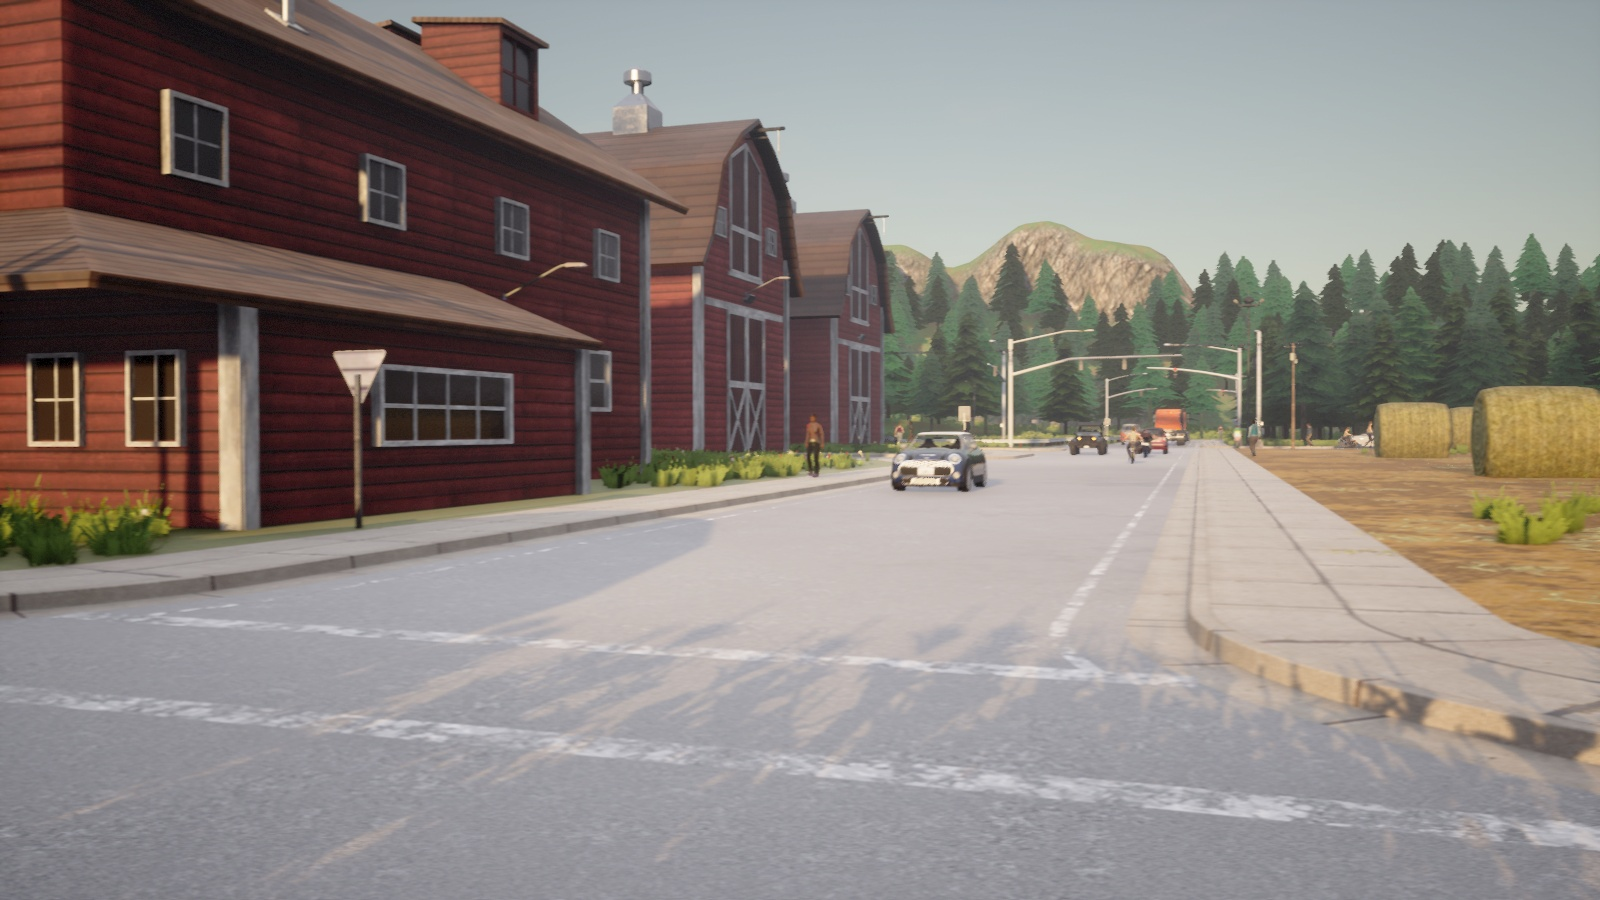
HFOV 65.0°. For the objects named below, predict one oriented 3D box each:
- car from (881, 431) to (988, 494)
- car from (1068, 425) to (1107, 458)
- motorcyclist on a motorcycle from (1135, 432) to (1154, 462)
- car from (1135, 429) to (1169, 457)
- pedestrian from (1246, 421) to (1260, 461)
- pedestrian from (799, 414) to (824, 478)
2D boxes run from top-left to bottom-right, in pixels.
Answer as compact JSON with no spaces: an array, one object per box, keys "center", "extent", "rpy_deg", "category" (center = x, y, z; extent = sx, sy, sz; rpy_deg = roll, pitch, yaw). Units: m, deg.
[{"center":[3.480,0.261,31.834],"extent":[1.970,1.475,3.806],"rpy_deg":[1,1,18],"category":"car"},{"center":[16.939,-0.534,73.886],"extent":[1.905,1.878,3.866],"rpy_deg":[1,1,18],"category":"car"},{"center":[18.392,-0.173,66.956],"extent":[0.866,1.530,2.191],"rpy_deg":[1,1,18],"category":"motorcyclist on a motorcycle"},{"center":[21.541,-0.459,76.789],"extent":[1.851,1.617,3.988],"rpy_deg":[1,1,18],"category":"car"},{"center":[21.592,-0.434,59.893],"extent":[0.396,1.930,0.692],"rpy_deg":[0,1,-1],"category":"pedestrian"},{"center":[0.325,-0.127,35.942],"extent":[0.328,1.805,0.869],"rpy_deg":[1,1,28],"category":"pedestrian"}]
